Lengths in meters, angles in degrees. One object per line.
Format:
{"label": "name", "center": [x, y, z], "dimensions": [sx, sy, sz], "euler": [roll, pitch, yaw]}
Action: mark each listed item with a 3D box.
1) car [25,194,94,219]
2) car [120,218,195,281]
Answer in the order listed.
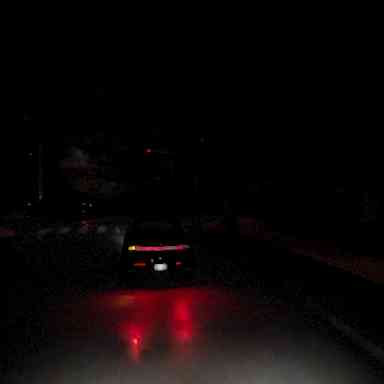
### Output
{"label": "car", "center": [-11.135, 1.185, 28.159], "dimensions": [5.566, 2.045, 2.150], "euler": [0, -1, 9]}
{"label": "car", "center": [-1.122, 1.524, 10.042], "dimensions": [2.128, 1.511, 4.902], "euler": [0, 0, -10]}
